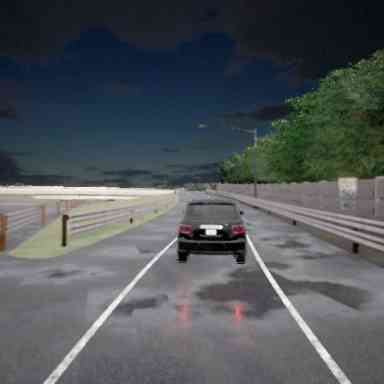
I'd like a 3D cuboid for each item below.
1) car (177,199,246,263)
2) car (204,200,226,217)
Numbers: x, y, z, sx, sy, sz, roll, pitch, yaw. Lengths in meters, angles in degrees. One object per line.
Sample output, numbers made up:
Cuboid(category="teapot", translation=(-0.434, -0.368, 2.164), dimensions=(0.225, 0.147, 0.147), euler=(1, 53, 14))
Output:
Cuboid(category="car", translation=(0.754, 1.260, 12.284), dimensions=(2.150, 2.045, 5.566), euler=(0, 0, 4))
Cuboid(category="car", translation=(2.227, 1.566, 32.658), dimensions=(1.994, 1.385, 4.181), euler=(0, 0, 3))
